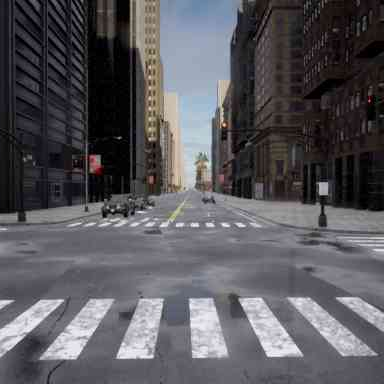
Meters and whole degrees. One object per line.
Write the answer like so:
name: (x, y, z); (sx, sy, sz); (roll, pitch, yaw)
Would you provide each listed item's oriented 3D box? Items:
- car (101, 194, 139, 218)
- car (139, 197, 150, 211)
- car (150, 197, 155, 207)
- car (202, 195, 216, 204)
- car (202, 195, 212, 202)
car: (-6.645, 1.191, 30.607); (2.150, 2.045, 5.566); (0, 0, 0)
car: (-6.653, 1.456, 40.481); (1.837, 1.490, 4.892); (0, 0, 0)
car: (-6.676, 1.497, 50.504); (1.994, 1.385, 4.181); (0, 0, -1)
car: (3.251, 1.438, 61.047); (1.812, 1.442, 4.674); (0, 0, 0)
car: (3.196, 1.416, 70.968); (1.812, 1.442, 4.674); (0, 0, 0)
